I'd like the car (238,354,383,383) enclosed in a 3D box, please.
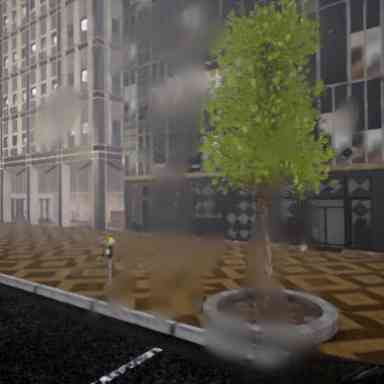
[{"bbox_3d":[1.989,1.558,1.457,4.313,1.339,1.947,-1,-1,36],"label":"car"}]
